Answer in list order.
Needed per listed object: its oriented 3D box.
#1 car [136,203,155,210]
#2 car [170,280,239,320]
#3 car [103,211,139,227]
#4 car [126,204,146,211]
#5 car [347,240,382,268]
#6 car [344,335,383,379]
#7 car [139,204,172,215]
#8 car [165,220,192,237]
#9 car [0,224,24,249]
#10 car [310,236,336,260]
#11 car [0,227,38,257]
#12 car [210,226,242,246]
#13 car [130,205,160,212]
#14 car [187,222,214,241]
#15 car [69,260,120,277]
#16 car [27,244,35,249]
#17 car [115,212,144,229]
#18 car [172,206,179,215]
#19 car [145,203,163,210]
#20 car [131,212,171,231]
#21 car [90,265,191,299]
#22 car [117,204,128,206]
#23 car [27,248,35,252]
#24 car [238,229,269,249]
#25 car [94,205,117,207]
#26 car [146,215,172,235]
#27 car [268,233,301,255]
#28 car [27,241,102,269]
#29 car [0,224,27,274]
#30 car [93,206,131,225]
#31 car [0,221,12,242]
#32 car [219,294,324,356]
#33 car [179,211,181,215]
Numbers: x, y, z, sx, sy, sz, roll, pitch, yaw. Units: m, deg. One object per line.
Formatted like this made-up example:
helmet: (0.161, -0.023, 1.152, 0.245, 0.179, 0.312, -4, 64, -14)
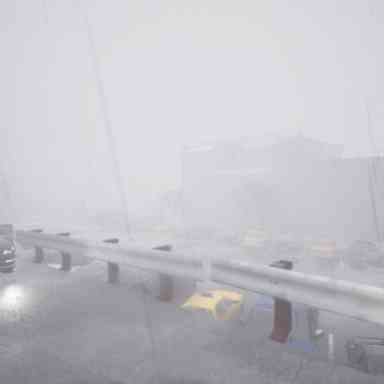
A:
car: (-12.769, 4.036, 91.354, 4.553, 1.767, 2.185, 1, -1, 22)
car: (0.654, 4.516, 12.621, 1.946, 1.575, 5.366, 0, 2, 22)
car: (-9.256, 3.840, 44.414, 2.002, 1.452, 4.674, 1, 0, 22)
car: (-14.970, 4.121, 88.799, 4.792, 1.488, 2.163, 1, -1, 22)
car: (12.568, 4.411, 24.421, 2.163, 1.488, 4.792, 2, 1, 22)
car: (5.059, 4.672, 8.400, 2.163, 1.488, 4.792, 0, 2, 23)
car: (-7.867, 3.969, 69.497, 5.566, 2.045, 2.435, 2, 0, 22)
car: (-0.528, 4.033, 36.433, 2.231, 1.521, 4.892, 2, 1, 23)
car: (-17.268, 3.925, 28.730, 2.185, 1.767, 4.553, 0, 2, 22)
car: (10.452, 4.319, 26.618, 1.946, 1.575, 5.366, 1, 0, 23)
car: (-15.031, 3.984, 26.692, 2.185, 1.767, 4.553, 0, 2, 23)
car: (3.833, 4.148, 32.438, 2.097, 1.535, 5.008, 2, 1, 23)
car: (-9.749, 4.146, 67.184, 5.366, 1.575, 1.946, 3, 0, 22)
car: (1.663, 4.120, 34.460, 2.163, 1.488, 4.792, 1, 1, 23)
car: (-3.858, 4.407, 16.532, 2.231, 1.521, 4.892, 1, 2, 23)
car: (-10.556, 3.976, 22.665, 2.435, 2.045, 5.566, 0, 2, 22)
car: (-7.070, 3.859, 42.422, 2.231, 1.521, 4.892, 2, 1, 22)
car: (-5.893, 4.330, 71.748, 4.674, 1.452, 2.002, 2, 1, 22)
car: (-10.735, 4.098, 93.547, 4.553, 1.767, 2.185, 1, 0, 22)
car: (-4.874, 3.791, 40.448, 2.185, 1.767, 4.553, 2, 1, 22)
car: (-1.627, 4.213, 14.509, 2.435, 2.045, 5.566, 0, 2, 23)
car: (-19.504, 3.952, 83.735, 4.892, 1.521, 2.231, 1, 0, 22)
car: (-8.323, 4.316, 20.635, 2.163, 1.488, 4.792, 0, 2, 22)
car: (6.087, 4.203, 30.612, 1.946, 1.575, 5.366, 1, 0, 23)
car: (-21.770, 3.880, 81.208, 4.892, 1.521, 2.231, 1, -1, 22)
car: (-2.771, 3.972, 38.252, 1.946, 1.575, 5.366, 2, 1, 22)
car: (8.210, 4.265, 28.439, 2.097, 1.535, 5.008, 1, 1, 22)
car: (-6.117, 4.096, 18.531, 2.435, 2.045, 5.566, 1, 2, 22)
car: (-6.726, 1.570, 9.617, 4.892, 1.490, 1.837, -4, -3, 44)
car: (-11.432, 3.490, 46.436, 2.435, 2.045, 5.566, 1, 1, 23)
car: (-19.469, 3.864, 30.825, 2.185, 1.767, 4.553, 1, 2, 22)
car: (2.806, 4.333, 10.374, 2.435, 2.045, 5.566, 1, 2, 22)
car: (-3.870, 4.355, 73.998, 5.008, 1.535, 2.097, 2, 1, 22)
